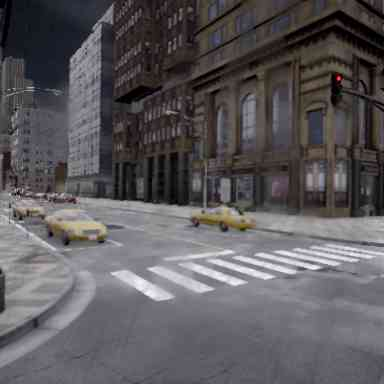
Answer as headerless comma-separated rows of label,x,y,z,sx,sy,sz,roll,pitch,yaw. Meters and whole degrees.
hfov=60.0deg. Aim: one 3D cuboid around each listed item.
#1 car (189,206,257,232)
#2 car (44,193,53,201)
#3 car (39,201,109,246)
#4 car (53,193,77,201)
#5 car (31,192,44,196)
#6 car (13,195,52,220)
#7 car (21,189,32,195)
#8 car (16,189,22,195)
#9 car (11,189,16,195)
car,1.680,1.475,19.615,1.752,1.417,4.829,2,0,-35
car,-21.117,0.873,51.899,1.887,1.381,4.507,2,0,-35
car,-5.080,1.341,14.412,1.752,1.417,4.829,2,0,-35
car,-17.842,0.856,47.268,1.967,1.590,4.097,2,0,-35
car,-27.659,0.738,61.162,1.802,1.307,4.206,2,0,-35
car,-11.622,1.160,23.676,1.752,1.417,4.829,2,0,-35
car,-34.296,0.511,70.565,1.752,1.417,4.829,2,0,-35
car,-37.462,0.222,75.059,2.192,1.841,5.009,2,0,-35
car,-44.003,0.061,84.323,2.192,1.841,5.009,2,0,-35
